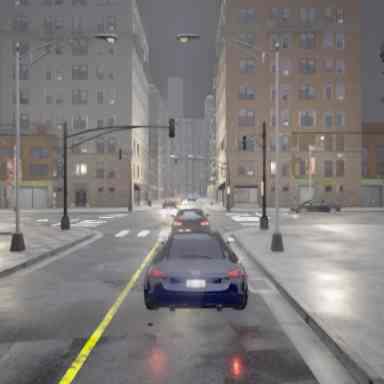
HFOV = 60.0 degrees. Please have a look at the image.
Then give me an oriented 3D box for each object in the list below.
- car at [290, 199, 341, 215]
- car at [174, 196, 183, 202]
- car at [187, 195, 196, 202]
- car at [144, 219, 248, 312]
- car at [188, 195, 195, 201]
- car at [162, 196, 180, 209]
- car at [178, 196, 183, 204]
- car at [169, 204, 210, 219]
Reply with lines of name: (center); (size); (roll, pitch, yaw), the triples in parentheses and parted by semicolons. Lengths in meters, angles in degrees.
car: (12.306, 1.456, 33.317); (4.892, 1.490, 1.837); (0, 0, 0)
car: (-3.073, 1.610, 77.118); (2.033, 1.411, 5.357); (0, 0, 0)
car: (-0.069, 1.591, 75.902); (2.128, 1.511, 4.902); (0, 0, 0)
car: (0.085, 1.567, 7.811); (1.994, 1.385, 4.181); (0, 0, 0)
car: (-0.101, 1.514, 86.353); (1.895, 1.301, 4.718); (0, 0, 0)
car: (-3.073, 1.634, 45.700); (1.895, 1.301, 4.718); (0, 0, 0)
car: (-3.089, 1.532, 61.532); (1.882, 1.535, 5.008); (0, 0, 0)
car: (-0.085, 1.531, 16.555); (1.812, 1.442, 4.674); (0, 0, -1)
